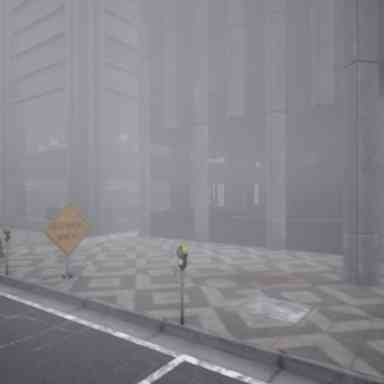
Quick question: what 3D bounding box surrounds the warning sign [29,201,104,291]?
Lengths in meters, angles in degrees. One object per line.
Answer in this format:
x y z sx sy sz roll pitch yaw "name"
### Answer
-2.948 1.169 7.900 1.060 1.860 1.300 0 0 35 "warning sign"
